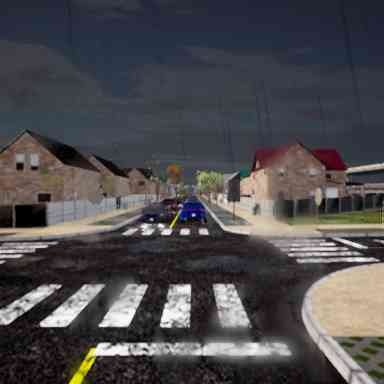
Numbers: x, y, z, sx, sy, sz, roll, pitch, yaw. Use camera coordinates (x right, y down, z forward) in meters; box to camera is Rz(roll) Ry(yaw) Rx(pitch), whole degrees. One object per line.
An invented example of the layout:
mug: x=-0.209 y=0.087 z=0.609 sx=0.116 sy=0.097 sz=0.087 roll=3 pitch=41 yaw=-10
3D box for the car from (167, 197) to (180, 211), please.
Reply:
car: x=-2.799 y=1.512 z=40.106 sx=1.812 sy=1.442 sz=4.674 roll=0 pitch=0 yaw=0

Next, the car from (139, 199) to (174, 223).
car: x=-2.821 y=1.539 z=25.922 sx=2.033 sy=1.411 sz=5.357 roll=0 pitch=0 yaw=0

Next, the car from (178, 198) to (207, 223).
car: x=0.129 y=1.469 z=25.833 sx=1.882 sy=1.535 sz=5.008 roll=0 pitch=0 yaw=0
